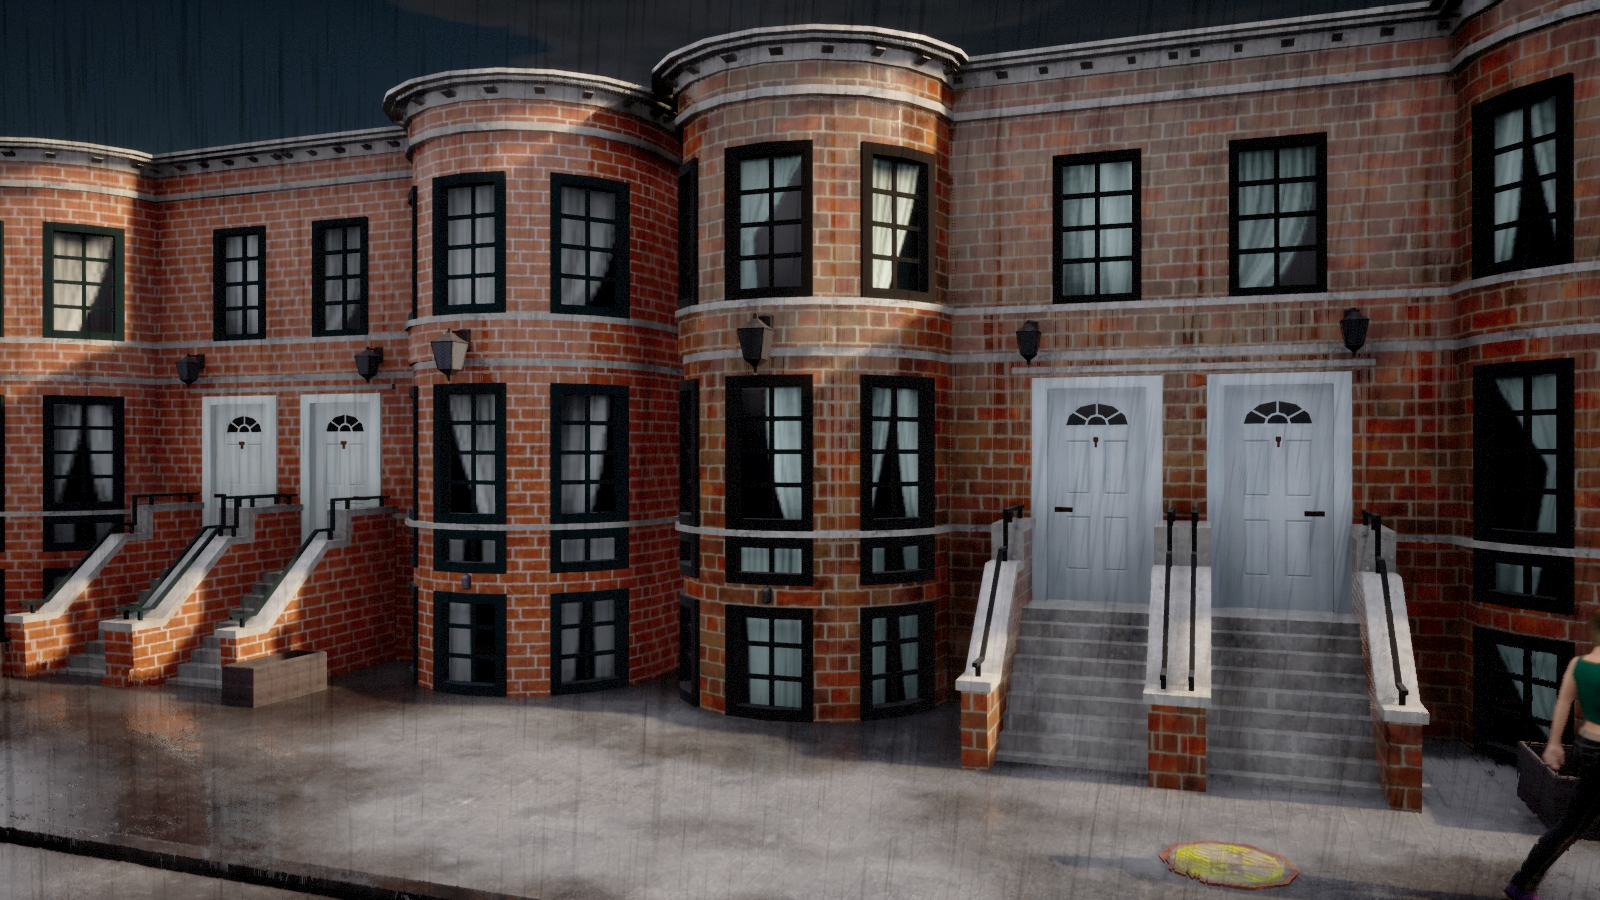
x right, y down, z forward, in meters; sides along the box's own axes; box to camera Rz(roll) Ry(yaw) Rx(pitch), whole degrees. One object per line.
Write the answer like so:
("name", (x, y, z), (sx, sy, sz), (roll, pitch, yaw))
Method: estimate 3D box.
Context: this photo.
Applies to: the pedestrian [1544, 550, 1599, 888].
("pedestrian", (4.578, 1.524, 6.571), (0.375, 1.860, 0.375), (0, 0, 9))
